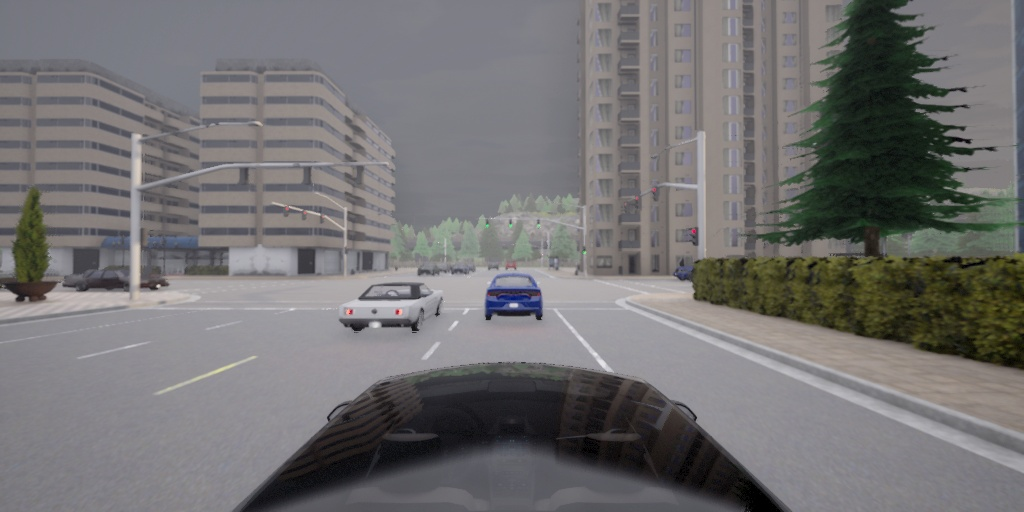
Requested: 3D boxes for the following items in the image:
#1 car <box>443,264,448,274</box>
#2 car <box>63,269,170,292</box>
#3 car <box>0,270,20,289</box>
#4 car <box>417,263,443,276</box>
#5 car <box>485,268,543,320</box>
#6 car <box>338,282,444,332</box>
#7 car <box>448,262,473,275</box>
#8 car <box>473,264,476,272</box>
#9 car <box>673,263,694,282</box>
[{"bbox_3d":[-10.721,1.917,55.290,1.837,1.490,4.892,0,-1,0],"label":"car"},{"bbox_3d":[-25.499,1.564,23.183,5.357,1.411,2.033,0,-1,0],"label":"car"},{"bbox_3d":[-34.943,1.371,23.256,4.553,1.767,2.097,0,-1,1],"label":"car"},{"bbox_3d":[-10.708,1.652,46.207,2.097,1.767,4.553,0,-1,0],"label":"car"},{"bbox_3d":[0.059,1.371,13.320,1.882,1.535,5.008,0,-1,0],"label":"car"},{"bbox_3d":[-3.439,1.469,11.261,1.895,1.301,4.718,0,-1,0],"label":"car"},{"bbox_3d":[-7.215,1.703,50.403,2.097,1.767,4.553,0,-1,0],"label":"car"},{"bbox_3d":[-7.211,2.027,60.841,2.033,1.411,5.357,0,-1,1],"label":"car"},{"bbox_3d":[18.115,1.363,33.560,5.566,2.045,2.150,0,-1,0],"label":"car"}]
